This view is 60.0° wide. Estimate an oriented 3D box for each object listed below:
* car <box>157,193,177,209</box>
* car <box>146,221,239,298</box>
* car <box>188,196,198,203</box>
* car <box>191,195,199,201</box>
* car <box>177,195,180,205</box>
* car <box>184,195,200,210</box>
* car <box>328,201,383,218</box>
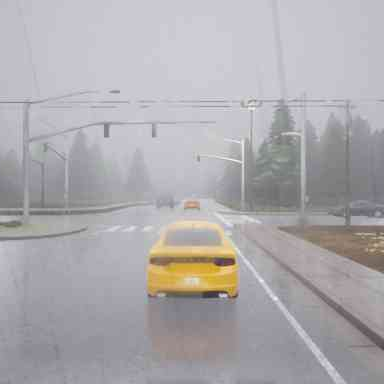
[{"bbox_3d":[-3.595,1.221,45.697,2.150,2.045,5.566,0,0,-1],"label":"car"},{"bbox_3d":[0.049,1.474,8.552,1.882,1.535,5.008,0,0,1],"label":"car"},{"bbox_3d":[0.297,1.537,72.776,2.033,1.411,5.357,0,0,2],"label":"car"},{"bbox_3d":[0.696,1.442,83.168,1.837,1.490,4.892,0,0,2],"label":"car"},{"bbox_3d":[-3.540,1.352,55.991,2.097,1.767,4.553,0,0,0],"label":"car"},{"bbox_3d":[0.017,1.478,42.215,1.882,1.535,5.008,0,0,0],"label":"car"},{"bbox_3d":[14.642,1.533,29.535,4.892,1.490,1.837,0,0,1],"label":"car"}]
